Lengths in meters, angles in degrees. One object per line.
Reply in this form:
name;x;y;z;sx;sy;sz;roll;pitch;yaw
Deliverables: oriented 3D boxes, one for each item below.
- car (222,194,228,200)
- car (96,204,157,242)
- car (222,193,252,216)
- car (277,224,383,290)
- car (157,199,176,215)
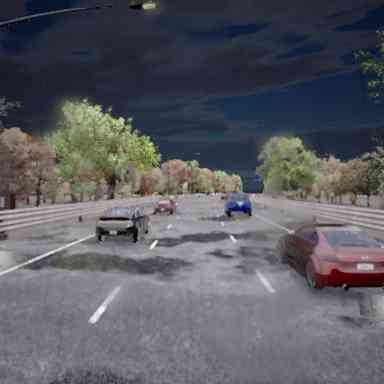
car;9.383;1.375;94.242;1.812;1.442;4.674;0;0;7
car;-3.195;1.448;16.116;2.128;1.511;4.902;0;0;1
car;4.300;1.142;31.450;2.150;2.045;5.566;0;0;2
car;3.686;1.540;9.025;1.994;1.385;4.181;0;0;1
car;-2.627;1.439;33.195;1.812;1.442;4.674;0;0;3
